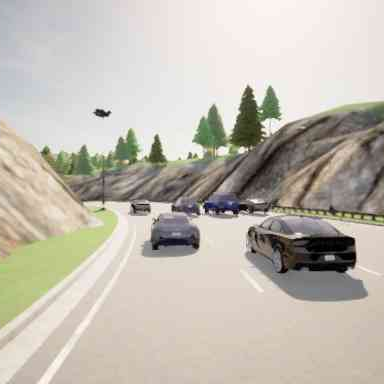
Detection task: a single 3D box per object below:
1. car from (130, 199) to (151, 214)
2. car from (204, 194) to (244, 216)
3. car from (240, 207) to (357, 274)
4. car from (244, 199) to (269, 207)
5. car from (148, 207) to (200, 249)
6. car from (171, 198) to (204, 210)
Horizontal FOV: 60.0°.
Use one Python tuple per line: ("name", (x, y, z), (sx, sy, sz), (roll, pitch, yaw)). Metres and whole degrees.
("car", (-5.771, 1.574, 36.942), (2.128, 1.511, 4.902), (0, 0, -17))
("car", (2.837, 1.210, 33.244), (2.150, 2.045, 5.566), (0, 0, -15))
("car", (3.135, 1.450, 10.549), (1.882, 1.535, 5.008), (0, 0, -5))
("car", (6.132, 1.445, 34.152), (2.128, 1.511, 4.902), (0, 0, -15))
("car", (-0.825, 1.581, 14.732), (1.994, 1.385, 4.181), (-1, 0, -7))
("car", (-0.733, 1.378, 32.686), (2.097, 1.767, 4.553), (-1, 0, -15))
